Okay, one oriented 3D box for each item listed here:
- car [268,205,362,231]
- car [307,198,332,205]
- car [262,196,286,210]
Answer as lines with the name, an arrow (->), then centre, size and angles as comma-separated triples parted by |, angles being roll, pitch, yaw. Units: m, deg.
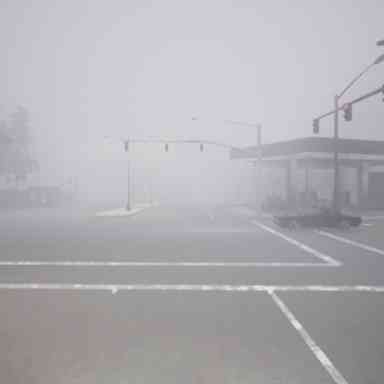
car -> 7.258, 1.602, 19.664 | 4.718, 1.301, 1.895 | 0, 0, -1
car -> 15.546, 1.428, 40.723 | 1.970, 1.475, 3.806 | 0, 0, 0
car -> 9.799, 1.267, 39.973 | 2.242, 1.667, 4.611 | 0, 0, 0
